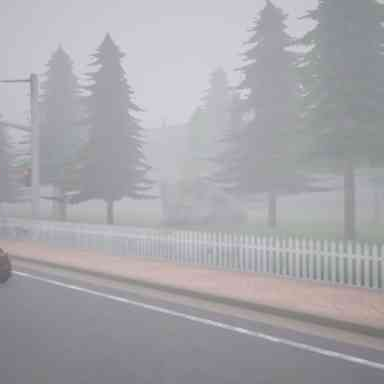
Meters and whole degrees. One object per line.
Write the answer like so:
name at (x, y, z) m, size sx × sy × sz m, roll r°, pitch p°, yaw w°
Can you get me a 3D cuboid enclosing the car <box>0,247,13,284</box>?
car at (-6.492, 1.654, 8.591) m, size 4.181 × 1.385 × 1.994 m, roll -1°, pitch 0°, yaw 36°
